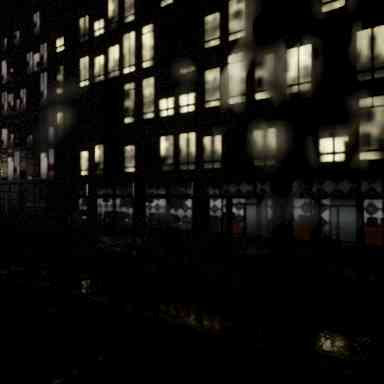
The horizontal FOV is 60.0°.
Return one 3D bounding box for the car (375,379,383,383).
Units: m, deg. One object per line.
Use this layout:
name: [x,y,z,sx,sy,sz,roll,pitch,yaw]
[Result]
car: [2.565,1.441,1.050,4.097,1.590,1.967,0,0,35]
